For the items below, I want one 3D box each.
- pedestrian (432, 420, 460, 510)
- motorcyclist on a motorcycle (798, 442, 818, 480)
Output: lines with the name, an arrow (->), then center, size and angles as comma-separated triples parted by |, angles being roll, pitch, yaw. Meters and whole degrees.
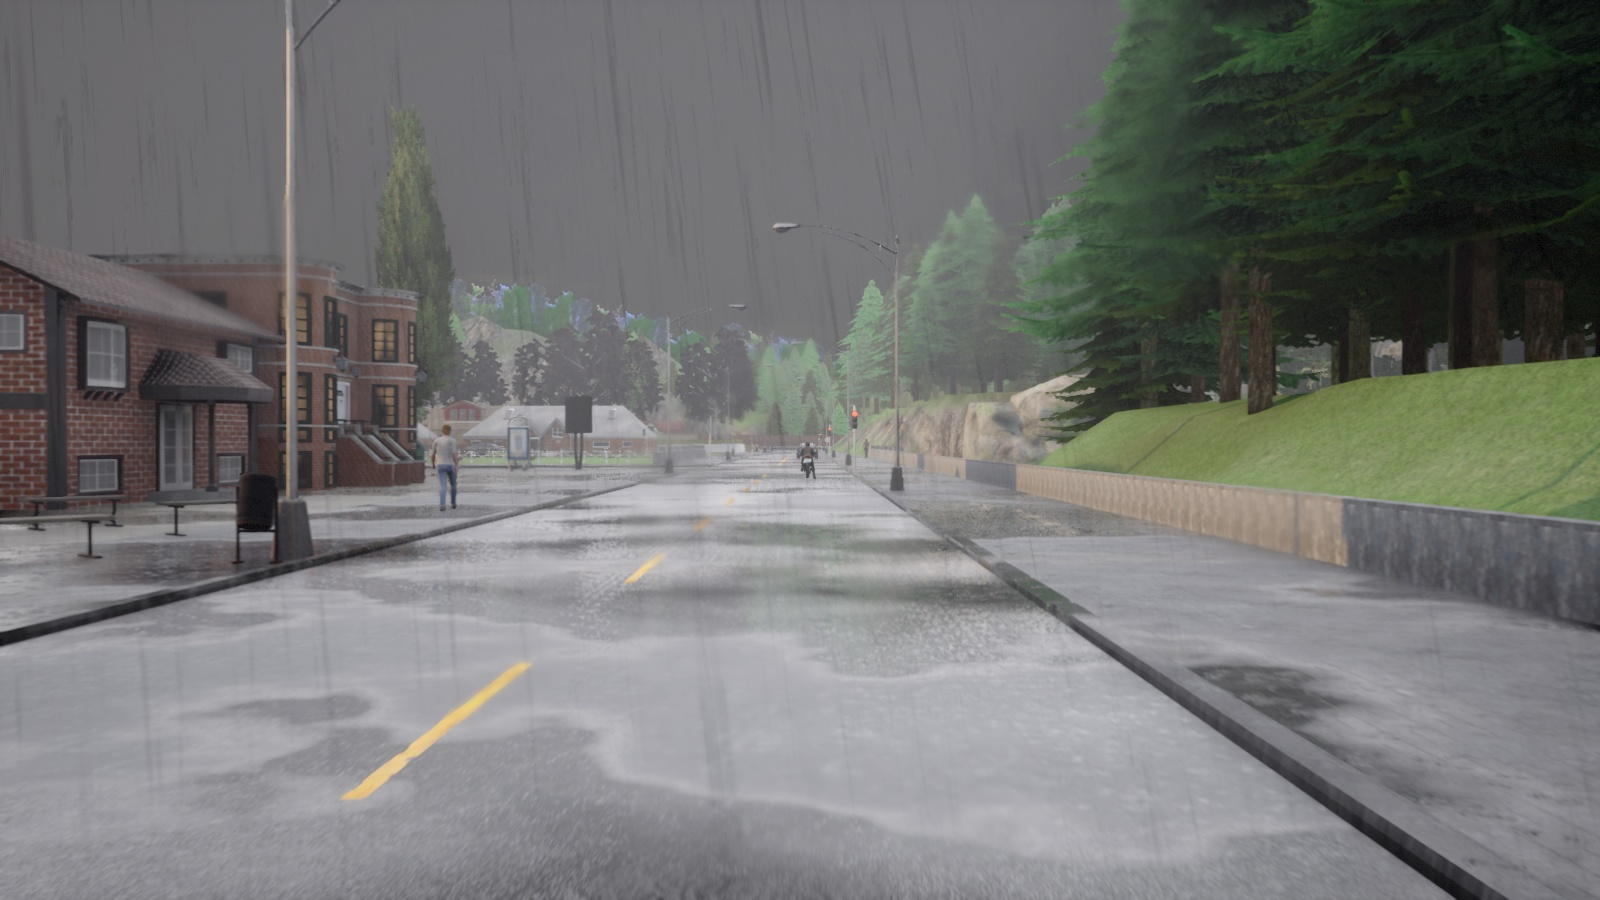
pedestrian -> -7.290, 0.304, 25.866 | 0.354, 1.836, 0.706 | 0, 0, 1
motorcyclist on a motorcycle -> 0.317, 0.436, 51.895 | 0.797, 1.523, 2.044 | 0, 0, 0
